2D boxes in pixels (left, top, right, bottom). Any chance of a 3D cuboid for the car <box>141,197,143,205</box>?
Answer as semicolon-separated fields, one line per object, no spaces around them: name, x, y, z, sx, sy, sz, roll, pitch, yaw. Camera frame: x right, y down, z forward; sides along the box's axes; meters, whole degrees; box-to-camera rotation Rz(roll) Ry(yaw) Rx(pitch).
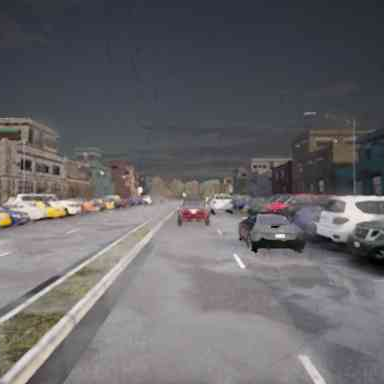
car;-12.714;2.041;65.488;4.674;1.452;2.002;0;-1;0

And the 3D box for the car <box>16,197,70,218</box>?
car;-12.986;1.423;26.595;5.366;1.575;1.946;0;0;0

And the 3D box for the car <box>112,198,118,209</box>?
car;-12.949;1.633;43.385;5.366;1.575;1.946;0;-1;0

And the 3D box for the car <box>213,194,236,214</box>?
car;3.109;1.275;36.175;2.150;2.045;5.566;0;-1;0

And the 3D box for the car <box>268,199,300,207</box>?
car;7.640;1.415;20.814;5.008;1.535;2.097;0;0;0

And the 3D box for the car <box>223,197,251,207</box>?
car;7.622;1.718;56.645;4.553;1.767;2.185;0;-1;0

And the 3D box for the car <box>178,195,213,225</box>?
car;0.106;1.294;23.308;2.097;1.767;4.553;0;0;0

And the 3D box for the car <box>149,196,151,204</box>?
car;-12.719;2.137;79.474;4.553;1.767;2.185;0;-1;0

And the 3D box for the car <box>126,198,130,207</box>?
car;-12.752;1.765;51.595;5.008;1.535;2.097;0;-1;0

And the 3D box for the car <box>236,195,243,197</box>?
car;7.681;1.465;40.103;4.553;1.767;2.185;0;-1;0

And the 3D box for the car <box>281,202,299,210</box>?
car;7.674;1.448;18.062;4.792;1.488;2.163;0;0;0

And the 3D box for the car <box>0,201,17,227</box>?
car;-13.003;1.403;18.393;5.366;1.575;1.946;0;0;0

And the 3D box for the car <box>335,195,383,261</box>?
car;7.614;1.193;9.791;5.566;2.045;2.435;0;0;0

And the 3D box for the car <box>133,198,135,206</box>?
car;-12.763;1.886;57.152;4.792;1.488;2.163;0;-1;0

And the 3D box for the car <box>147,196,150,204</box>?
car;-12.690;2.247;76.601;4.674;1.452;2.002;0;-1;0

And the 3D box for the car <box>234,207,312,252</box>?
car;3.103;1.513;13.710;1.994;1.385;4.181;0;0;0

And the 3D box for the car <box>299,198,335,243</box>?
car;7.675;1.297;15.304;4.553;1.767;2.185;0;0;0

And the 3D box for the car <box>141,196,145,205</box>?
car;-12.740;2.081;68.267;4.792;1.488;2.163;0;-1;0

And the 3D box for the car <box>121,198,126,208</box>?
car;-12.723;1.750;48.816;4.792;1.488;2.163;0;-1;0

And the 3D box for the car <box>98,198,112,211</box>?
car;-12.776;1.594;40.605;4.892;1.521;2.231;0;-1;0

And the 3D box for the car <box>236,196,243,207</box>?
car;7.644;1.550;37.344;5.008;1.535;2.097;0;-1;0

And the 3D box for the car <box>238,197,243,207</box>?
car;7.462;1.477;31.832;5.366;1.575;1.946;0;-1;0

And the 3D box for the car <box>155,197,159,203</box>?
car;-12.842;2.543;93.399;5.366;1.575;1.946;0;-1;0

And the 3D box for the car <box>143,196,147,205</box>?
car;-12.712;2.103;71.047;4.892;1.521;2.231;0;-1;0

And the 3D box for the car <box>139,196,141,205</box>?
car;-12.728;1.955;62.835;4.892;1.521;2.231;0;-1;0

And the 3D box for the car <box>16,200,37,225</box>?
car;-12.814;1.445;21.163;4.674;1.452;2.002;0;0;0

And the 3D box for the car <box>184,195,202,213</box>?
car;0.110;1.340;40.579;2.150;2.045;5.566;0;-1;0

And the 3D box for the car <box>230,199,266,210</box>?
car;7.648;1.711;45.615;4.674;1.452;2.002;0;-1;0

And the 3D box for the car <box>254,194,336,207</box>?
car;7.617;1.172;23.572;5.566;2.045;2.435;0;0;0

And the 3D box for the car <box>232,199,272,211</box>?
car;7.679;1.660;42.858;4.792;1.488;2.163;0;-1;0

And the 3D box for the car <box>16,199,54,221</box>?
car;-12.803;1.451;23.821;4.674;1.452;2.002;0;0;0

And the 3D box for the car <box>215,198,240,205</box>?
car;7.842;2.134;73.189;5.366;1.575;1.946;0;-1;0

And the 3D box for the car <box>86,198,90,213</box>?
car;-12.786;1.514;32.147;4.674;1.452;2.002;0;-1;0

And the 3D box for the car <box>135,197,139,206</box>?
car;-12.723;1.906;60.056;5.008;1.535;2.097;0;-1;0

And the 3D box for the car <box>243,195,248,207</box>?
car;7.619;1.204;29.082;5.566;2.045;2.435;0;0;0

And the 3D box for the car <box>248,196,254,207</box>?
car;7.618;1.183;26.325;5.566;2.045;2.435;0;0;0

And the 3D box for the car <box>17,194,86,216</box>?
car;-12.766;1.195;29.375;5.566;2.045;2.435;0;0;0

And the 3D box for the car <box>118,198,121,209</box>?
car;-12.731;1.551;46.048;4.553;1.767;2.185;0;-1;0

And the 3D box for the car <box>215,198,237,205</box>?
car;7.681;2.220;75.944;4.792;1.488;2.163;0;-1;0

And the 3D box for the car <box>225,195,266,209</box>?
car;7.680;1.461;48.376;5.566;2.045;2.435;0;-1;0

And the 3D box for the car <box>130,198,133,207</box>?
car;-12.734;1.812;54.374;4.892;1.521;2.231;0;-1;0

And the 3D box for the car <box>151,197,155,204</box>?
car;-12.709;2.066;82.289;5.566;2.045;2.435;0;-1;0

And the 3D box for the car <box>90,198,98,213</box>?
car;-12.751;1.384;34.927;4.553;1.767;2.185;0;-1;0

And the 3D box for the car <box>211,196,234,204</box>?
car;7.609;2.107;84.219;5.566;2.045;2.435;0;-1;0
